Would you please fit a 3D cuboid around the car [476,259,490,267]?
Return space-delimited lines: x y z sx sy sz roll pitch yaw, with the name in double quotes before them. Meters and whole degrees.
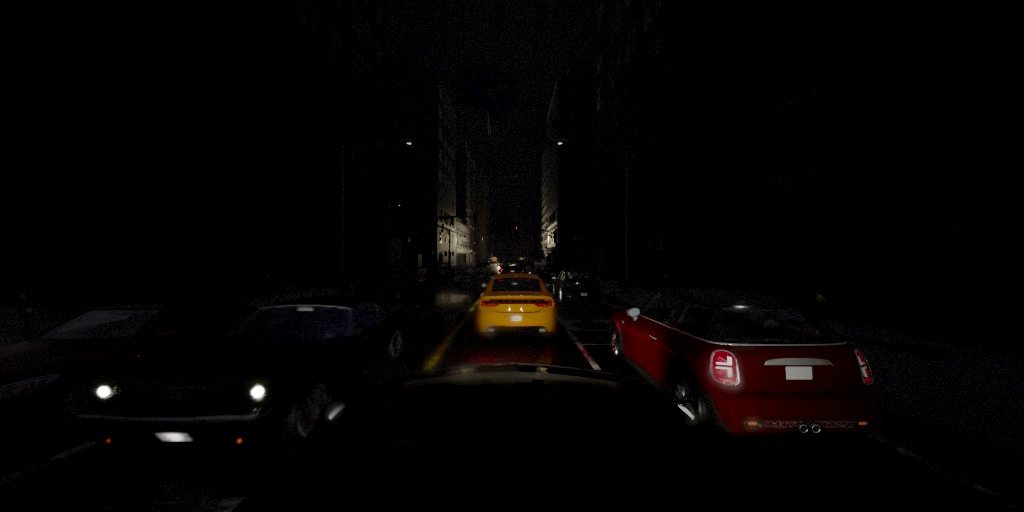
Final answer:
"car" -5.525 1.375 64.632 1.802 1.307 4.207 0 0 0

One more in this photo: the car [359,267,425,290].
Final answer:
"car" -5.643 1.316 16.527 1.948 1.339 4.313 0 0 0

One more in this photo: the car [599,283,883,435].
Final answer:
"car" 2.863 1.190 5.510 1.967 1.591 4.097 0 0 0

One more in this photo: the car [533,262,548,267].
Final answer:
"car" 2.901 1.319 27.515 1.948 1.339 4.313 0 0 0

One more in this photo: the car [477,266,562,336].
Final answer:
"car" 0.112 1.228 10.397 1.882 1.535 5.008 0 0 0

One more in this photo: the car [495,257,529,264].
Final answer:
"car" 0.075 1.105 28.118 2.097 1.767 4.553 0 0 1

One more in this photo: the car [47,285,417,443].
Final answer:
"car" -3.094 1.351 5.491 1.895 1.301 4.718 0 0 0

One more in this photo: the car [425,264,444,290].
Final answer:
"car" -5.634 1.334 22.029 1.802 1.307 4.207 0 0 0

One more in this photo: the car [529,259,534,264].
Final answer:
"car" 3.000 1.233 64.604 1.967 1.591 4.097 0 0 0

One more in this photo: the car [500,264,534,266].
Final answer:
"car" 0.131 1.315 19.385 1.994 1.385 4.181 0 0 0

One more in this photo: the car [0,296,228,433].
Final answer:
"car" -5.662 1.332 5.525 1.802 1.307 4.207 0 0 0

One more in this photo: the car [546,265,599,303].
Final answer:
"car" 2.882 1.301 16.513 2.007 1.370 4.403 0 0 0

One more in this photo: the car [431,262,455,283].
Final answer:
"car" -5.624 1.193 27.530 1.967 1.591 4.097 0 0 0
